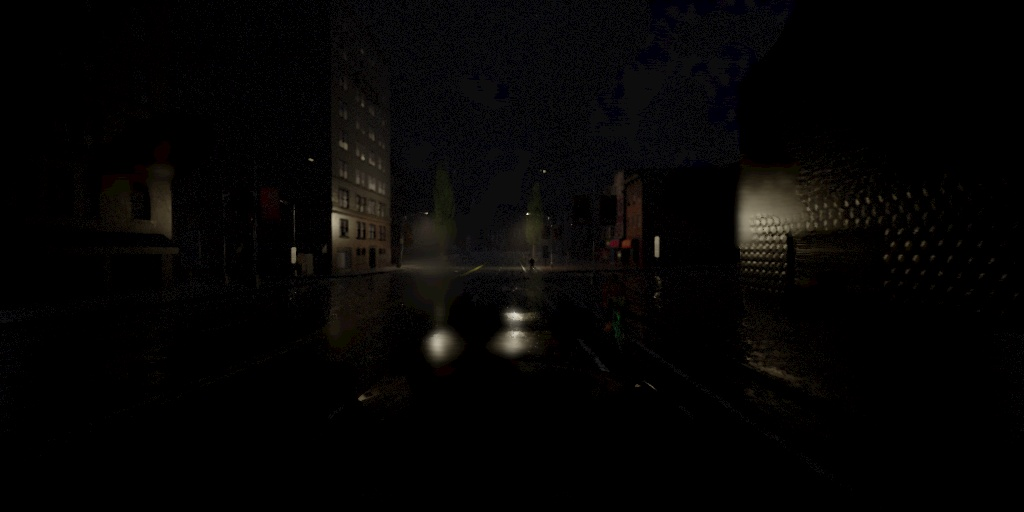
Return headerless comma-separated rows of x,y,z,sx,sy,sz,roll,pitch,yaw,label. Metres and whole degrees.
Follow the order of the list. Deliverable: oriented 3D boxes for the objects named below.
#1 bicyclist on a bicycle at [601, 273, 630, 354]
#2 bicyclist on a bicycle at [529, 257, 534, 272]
2.245,1.197,7.787,0.582,1.620,1.656,0,0,0,bicyclist on a bicycle
2.243,0.985,40.840,0.659,1.776,1.843,0,1,0,bicyclist on a bicycle
